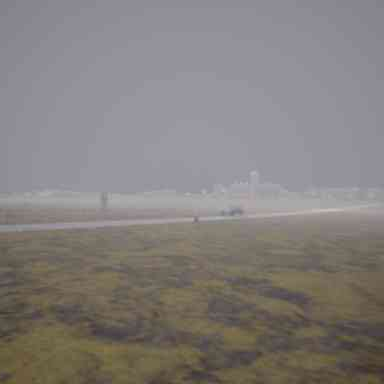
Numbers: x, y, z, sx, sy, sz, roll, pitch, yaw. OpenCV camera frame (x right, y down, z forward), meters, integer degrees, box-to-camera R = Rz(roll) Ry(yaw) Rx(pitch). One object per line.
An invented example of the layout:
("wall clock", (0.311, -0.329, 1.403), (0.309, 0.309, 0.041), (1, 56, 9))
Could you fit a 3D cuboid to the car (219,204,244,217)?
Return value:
("car", (6.669, 2.996, 55.180), (2.150, 2.045, 5.566), (-1, -3, 35))
